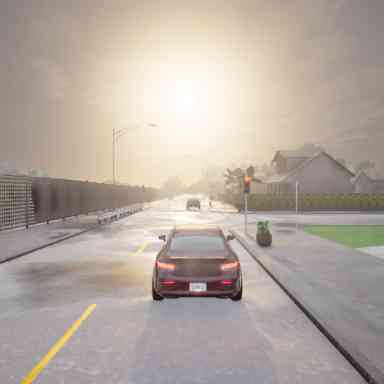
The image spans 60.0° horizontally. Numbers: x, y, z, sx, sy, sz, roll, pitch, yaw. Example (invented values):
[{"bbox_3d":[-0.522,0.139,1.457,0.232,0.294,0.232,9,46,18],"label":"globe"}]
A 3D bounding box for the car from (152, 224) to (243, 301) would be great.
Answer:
[{"bbox_3d":[0.110,1.526,8.217,1.812,1.442,4.674,0,0,0],"label":"car"}]

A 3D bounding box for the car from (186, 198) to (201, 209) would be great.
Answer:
[{"bbox_3d":[0.192,1.505,44.097,1.837,1.490,4.892,0,0,0],"label":"car"}]
